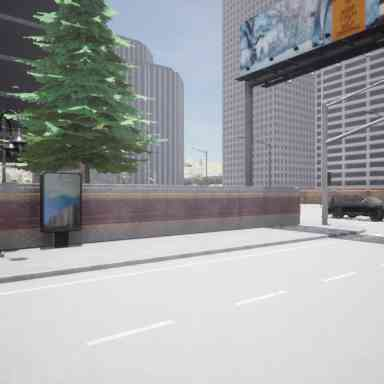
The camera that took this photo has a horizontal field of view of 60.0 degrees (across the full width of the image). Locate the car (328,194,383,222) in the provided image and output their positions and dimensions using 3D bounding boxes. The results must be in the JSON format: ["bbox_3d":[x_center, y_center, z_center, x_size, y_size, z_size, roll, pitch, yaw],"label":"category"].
[{"bbox_3d":[13.631,1.221,26.578,2.150,2.045,5.566,0,0,-29],"label":"car"}]
